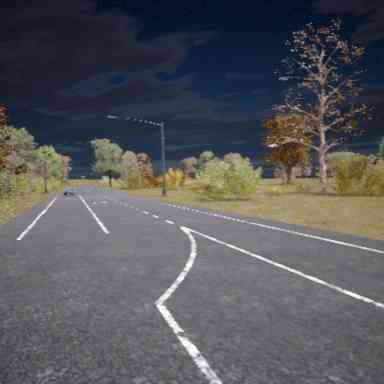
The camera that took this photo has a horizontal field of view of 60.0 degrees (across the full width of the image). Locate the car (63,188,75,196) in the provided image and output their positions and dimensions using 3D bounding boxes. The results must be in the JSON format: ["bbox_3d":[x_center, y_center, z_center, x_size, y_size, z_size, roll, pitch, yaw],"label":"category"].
[{"bbox_3d":[-21.455,-0.050,58.006,2.033,1.411,5.357,-2,2,-18],"label":"car"}]
